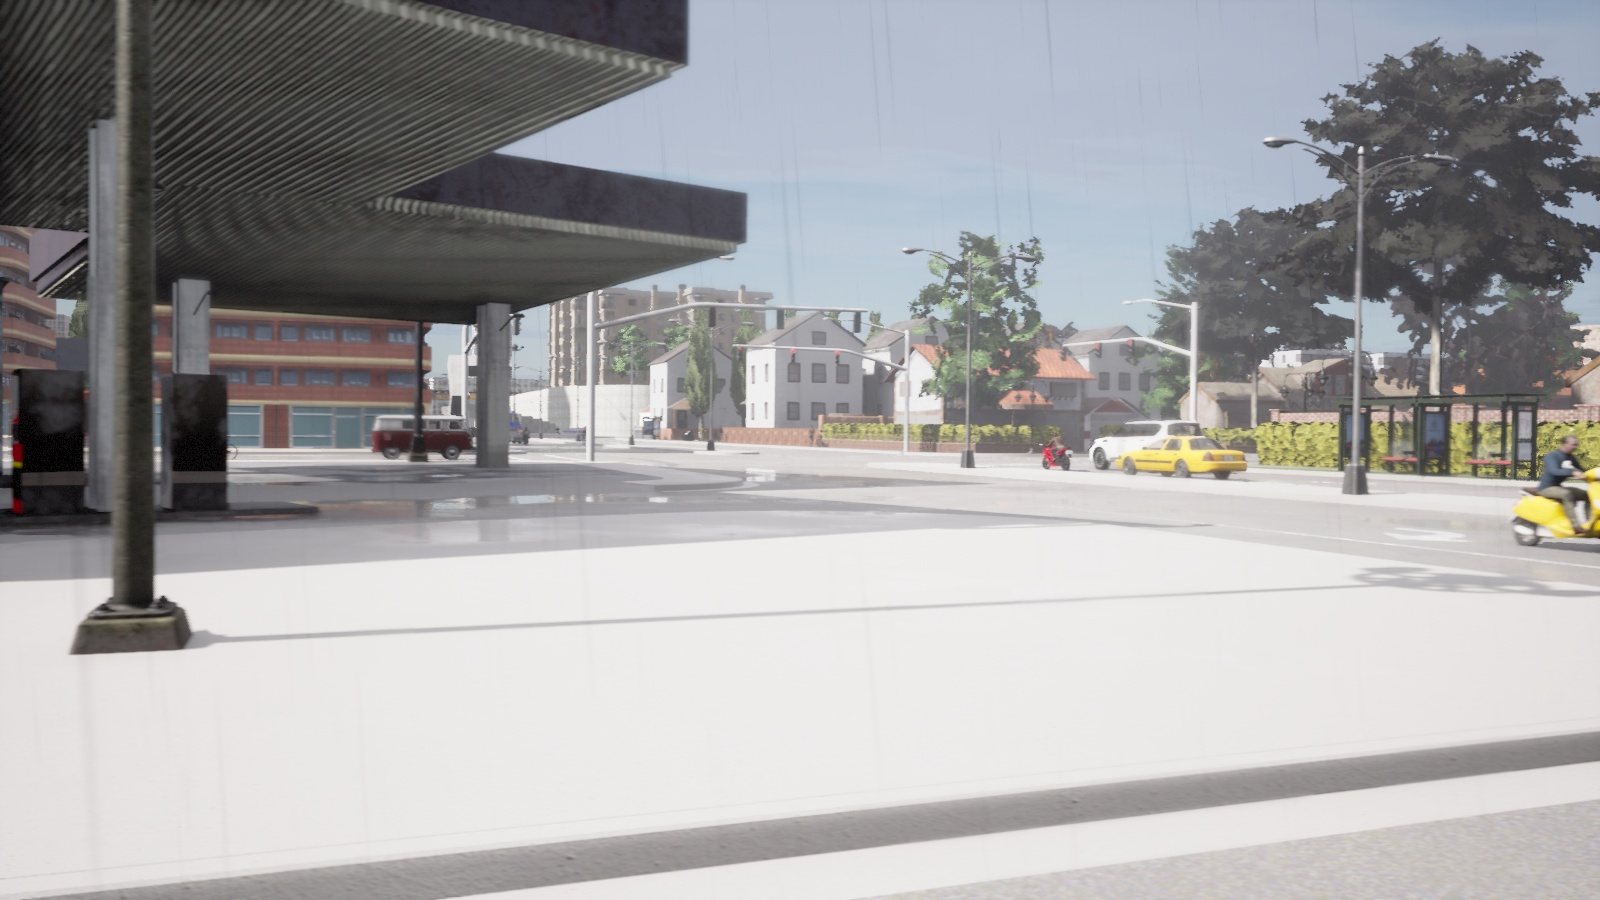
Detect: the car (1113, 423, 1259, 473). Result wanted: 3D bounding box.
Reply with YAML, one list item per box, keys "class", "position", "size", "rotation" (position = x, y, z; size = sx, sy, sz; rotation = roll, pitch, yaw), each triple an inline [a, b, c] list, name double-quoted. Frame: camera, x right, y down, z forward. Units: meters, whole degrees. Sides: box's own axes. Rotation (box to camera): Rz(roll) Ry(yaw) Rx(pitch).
- class: "car"
  position: [13.002, -0.100, 42.738]
  size: [1.801, 1.575, 5.366]
  rotation: [-1, 1, -21]

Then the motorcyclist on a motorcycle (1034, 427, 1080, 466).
- class: "motorcyclist on a motorcycle"
  position: [10.216, -0.144, 49.957]
  size: [0.797, 1.523, 2.044]
  rotation: [-1, 1, -21]

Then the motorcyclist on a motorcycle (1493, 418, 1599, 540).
- class: "motorcyclist on a motorcycle"
  position: [10.566, 0.358, 17.120]
  size: [0.866, 1.590, 1.817]
  rotation: [-1, 1, -21]

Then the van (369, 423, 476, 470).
- class: "van"
  position: [-16.935, -0.184, 56.326]
  size: [4.442, 1.987, 1.775]
  rotation: [-1, 1, -22]

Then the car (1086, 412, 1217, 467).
- class: "car"
  position: [13.907, -0.450, 50.101]
  size: [2.150, 2.045, 5.566]
  rotation: [-1, 1, -21]
